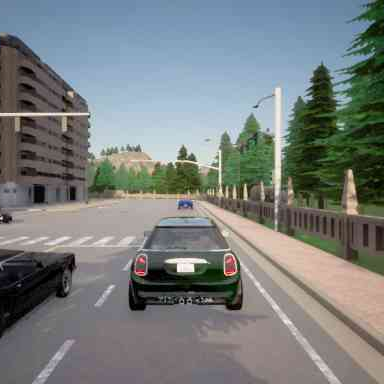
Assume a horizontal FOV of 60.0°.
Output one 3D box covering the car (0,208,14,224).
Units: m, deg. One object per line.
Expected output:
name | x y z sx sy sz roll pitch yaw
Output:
car | -14.592 1.608 23.531 4.181 1.385 1.994 0 0 30

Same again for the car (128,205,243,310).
car | -0.126 1.352 7.951 2.097 1.767 4.553 0 0 0

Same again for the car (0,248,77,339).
car | -3.543 1.601 5.580 1.895 1.301 4.718 0 0 -1

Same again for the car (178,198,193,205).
car | -0.861 1.477 44.294 1.882 1.535 5.008 0 0 -1
